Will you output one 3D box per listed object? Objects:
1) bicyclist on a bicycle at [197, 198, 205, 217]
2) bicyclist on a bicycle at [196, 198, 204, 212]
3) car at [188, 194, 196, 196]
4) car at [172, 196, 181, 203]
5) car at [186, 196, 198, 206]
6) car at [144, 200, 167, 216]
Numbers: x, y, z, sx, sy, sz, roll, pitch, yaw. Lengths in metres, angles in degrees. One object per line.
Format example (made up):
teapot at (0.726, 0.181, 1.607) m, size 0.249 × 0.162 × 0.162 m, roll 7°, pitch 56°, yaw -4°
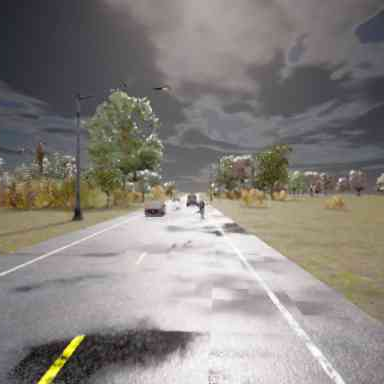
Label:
bicyclist on a bicycle at (0.961, 1.534, 30.428) m, size 0.582 × 1.620 × 1.656 m, roll 0°, pitch 0°, yaw 0°
bicyclist on a bicycle at (0.978, 1.540, 40.212) m, size 0.866 × 1.612 × 1.509 m, roll 0°, pitch 0°, yaw 0°
car at (-0.004, 1.391, 74.869) m, size 2.150 × 2.045 × 5.566 m, roll 0°, pitch 0°, yaw 0°
car at (-3.503, 1.637, 75.009) m, size 1.812 × 1.442 × 4.674 m, roll 0°, pitch 0°, yaw 0°
car at (0.056, 1.734, 55.802) m, size 1.895 × 1.301 × 4.718 m, roll 0°, pitch 0°, yaw 0°
car at (-3.596, 1.566, 33.411) m, size 1.882 × 1.535 × 5.008 m, roll 0°, pitch 0°, yaw 0°
